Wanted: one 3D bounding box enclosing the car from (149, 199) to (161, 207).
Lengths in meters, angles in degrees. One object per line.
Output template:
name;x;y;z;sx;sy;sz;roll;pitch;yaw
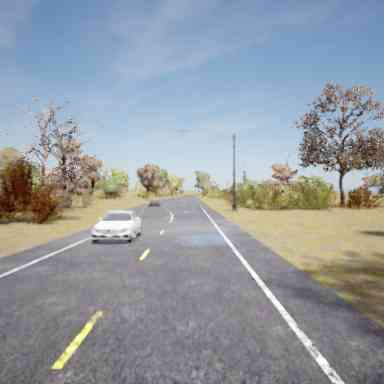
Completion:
car;-6.550;1.932;58.628;1.994;1.385;4.181;0;0;-5

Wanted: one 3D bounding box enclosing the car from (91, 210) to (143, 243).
car;-3.631;1.647;16.853;1.812;1.442;4.674;0;0;0
